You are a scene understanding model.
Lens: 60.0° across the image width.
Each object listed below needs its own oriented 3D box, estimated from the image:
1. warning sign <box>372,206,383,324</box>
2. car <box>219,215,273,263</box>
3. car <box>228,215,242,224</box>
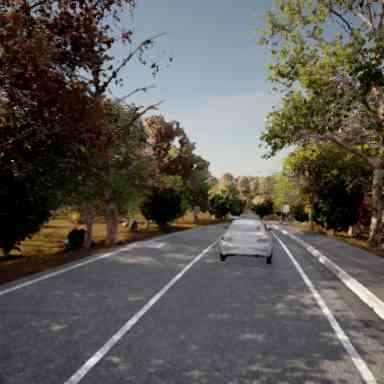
[{"bbox_3d":[3.732,1.197,5.168,1.300,1.860,1.060,2,1,11],"label":"warning sign"},{"bbox_3d":[2.173,1.804,13.083,1.812,1.442,4.674,0,-2,12],"label":"car"},{"bbox_3d":[7.750,4.882,59.250,1.812,1.442,4.674,0,-4,14],"label":"car"}]
